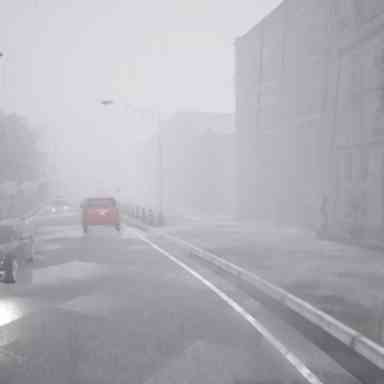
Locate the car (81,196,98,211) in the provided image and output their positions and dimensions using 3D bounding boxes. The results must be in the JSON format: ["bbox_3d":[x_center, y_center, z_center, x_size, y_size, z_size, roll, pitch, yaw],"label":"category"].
[{"bbox_3d":[-12.720,1.379,41.125,1.882,1.535,5.008,-2,2,-19],"label":"car"}]

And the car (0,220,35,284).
[{"bbox_3d":[-5.879,1.651,9.756,1.837,1.490,4.892,-2,0,-17],"label":"car"}]

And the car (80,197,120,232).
[{"bbox_3d":[-5.936,1.322,21.443,2.150,2.045,5.566,-2,0,-18],"label":"car"}]

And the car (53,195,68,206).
[{"bbox_3d":[-19.103,1.135,48.334,1.882,1.535,5.008,-2,3,-19],"label":"car"}]
